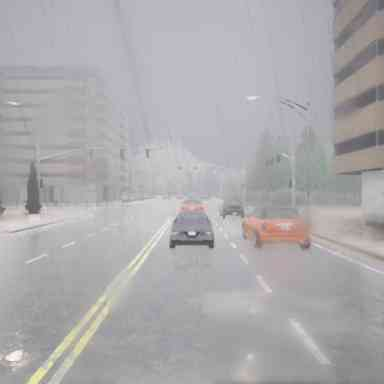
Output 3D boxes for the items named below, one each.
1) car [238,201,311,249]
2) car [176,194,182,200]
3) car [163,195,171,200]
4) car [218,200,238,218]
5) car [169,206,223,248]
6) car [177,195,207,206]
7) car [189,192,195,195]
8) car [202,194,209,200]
[{"bbox_3d":[3.500,1.364,14.620,2.097,1.767,4.553,0,0,0],"label":"car"},{"bbox_3d":[-3.500,1.302,93.554,2.097,1.767,4.553,0,0,0],"label":"car"},{"bbox_3d":[-7.000,1.471,93.524,1.812,1.442,4.674,0,0,0],"label":"car"},{"bbox_3d":[3.500,1.515,29.650,1.837,1.490,4.892,0,0,0],"label":"car"},{"bbox_3d":[0.000,1.561,14.650,2.033,1.411,5.357,0,0,0],"label":"car"},{"bbox_3d":[0.000,1.364,29.620,2.097,1.767,4.553,0,0,0],"label":"car"},{"bbox_3d":[0.000,1.391,88.371,1.882,1.535,5.008,0,0,0],"label":"car"},{"bbox_3d":[3.500,1.276,88.542,2.097,1.767,4.553,0,0,0],"label":"car"}]
